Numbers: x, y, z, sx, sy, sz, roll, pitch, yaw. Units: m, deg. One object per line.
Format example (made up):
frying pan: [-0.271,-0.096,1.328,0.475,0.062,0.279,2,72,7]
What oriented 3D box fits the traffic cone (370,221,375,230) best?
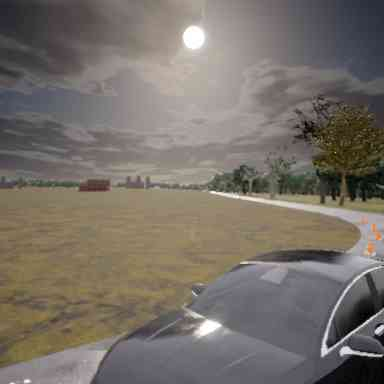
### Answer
traffic cone: [11.325,2.077,20.724,0.340,0.580,0.340,1,0,23]

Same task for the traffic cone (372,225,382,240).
traffic cone: [9.236,2.062,16.486,0.340,0.580,0.340,1,0,29]

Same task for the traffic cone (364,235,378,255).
traffic cone: [6.695,2.038,12.502,0.340,0.580,0.340,1,0,36]

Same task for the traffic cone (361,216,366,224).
traffic cone: [12.935,2.081,25.166,0.340,0.580,0.340,1,0,17]

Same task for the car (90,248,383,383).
car: [1.259,1.526,3.882,4.892,1.490,1.837,1,0,-42]
